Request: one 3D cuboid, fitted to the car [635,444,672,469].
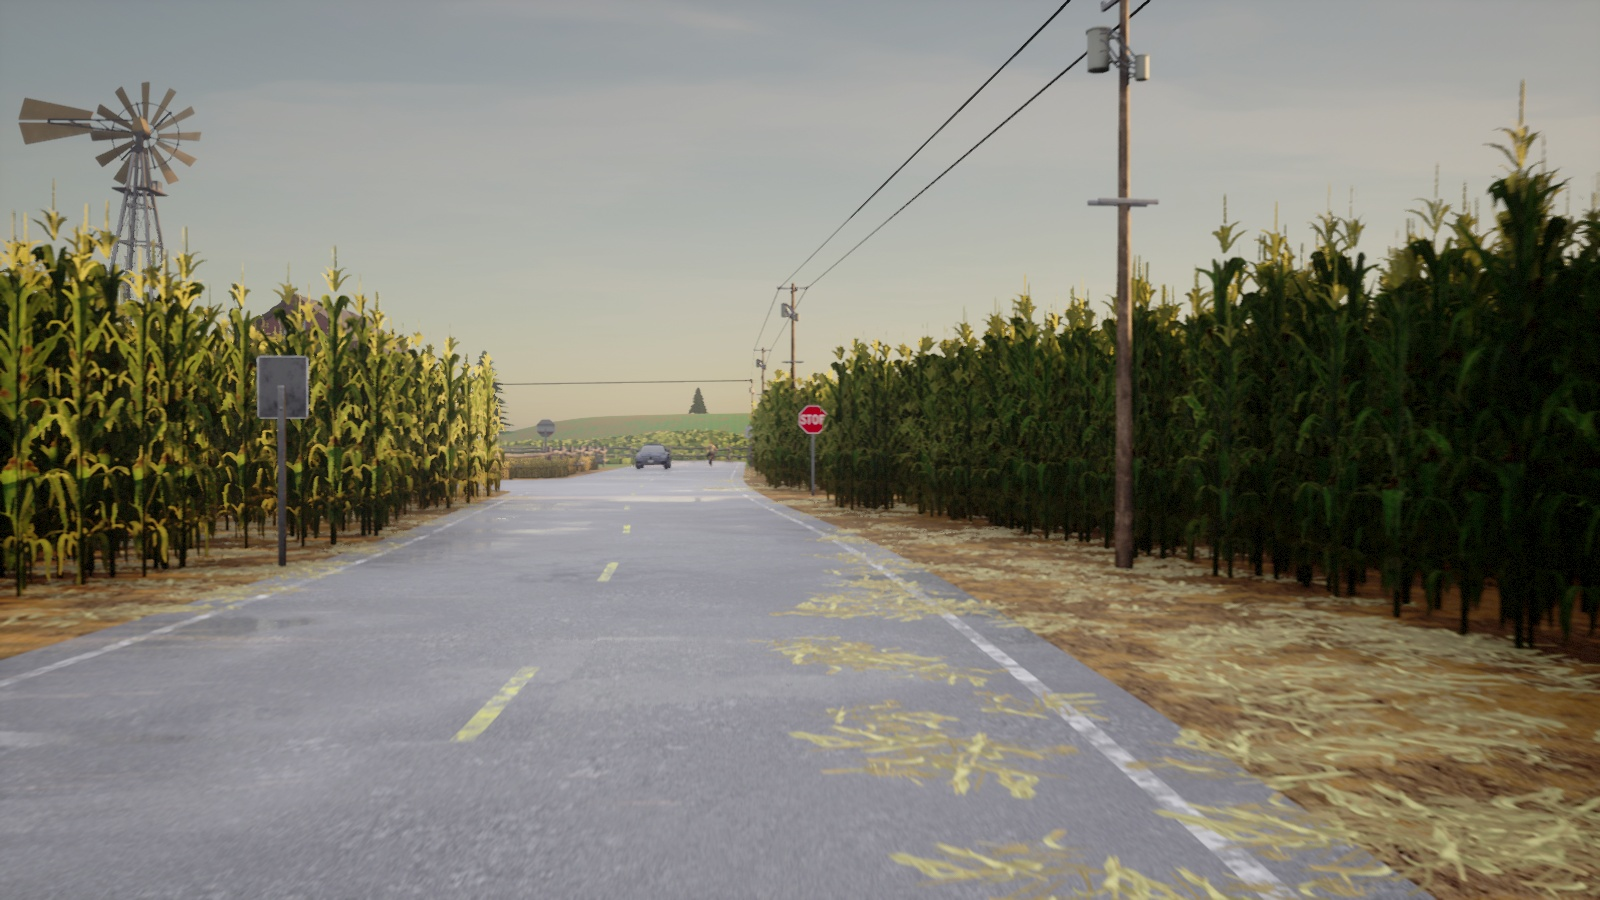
[{"bbox_3d":[-8.461,0.357,72.886,1.812,1.442,4.674,0,0,-3],"label":"car"}]
